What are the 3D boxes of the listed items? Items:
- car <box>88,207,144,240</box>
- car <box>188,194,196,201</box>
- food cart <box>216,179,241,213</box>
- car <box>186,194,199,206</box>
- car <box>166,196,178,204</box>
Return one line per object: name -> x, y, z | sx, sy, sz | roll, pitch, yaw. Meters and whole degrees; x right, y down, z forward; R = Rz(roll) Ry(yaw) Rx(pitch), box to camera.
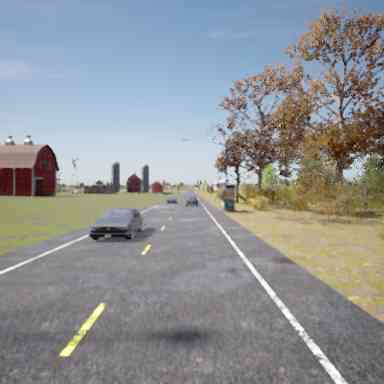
car -> -3.597, 1.502, 16.870 | 2.033, 1.411, 5.357 | 0, 0, 0
car -> 0.000, 1.139, 69.375 | 1.812, 1.442, 4.674 | 0, 0, 0
food cart -> 4.018, 0.363, 37.432 | 2.280, 3.560, 4.660 | 1, 1, 0
car -> 0.036, 1.349, 51.065 | 2.128, 1.511, 4.902 | 0, 0, 0
car -> -3.526, 1.381, 58.781 | 2.033, 1.411, 5.357 | 0, 0, 1
